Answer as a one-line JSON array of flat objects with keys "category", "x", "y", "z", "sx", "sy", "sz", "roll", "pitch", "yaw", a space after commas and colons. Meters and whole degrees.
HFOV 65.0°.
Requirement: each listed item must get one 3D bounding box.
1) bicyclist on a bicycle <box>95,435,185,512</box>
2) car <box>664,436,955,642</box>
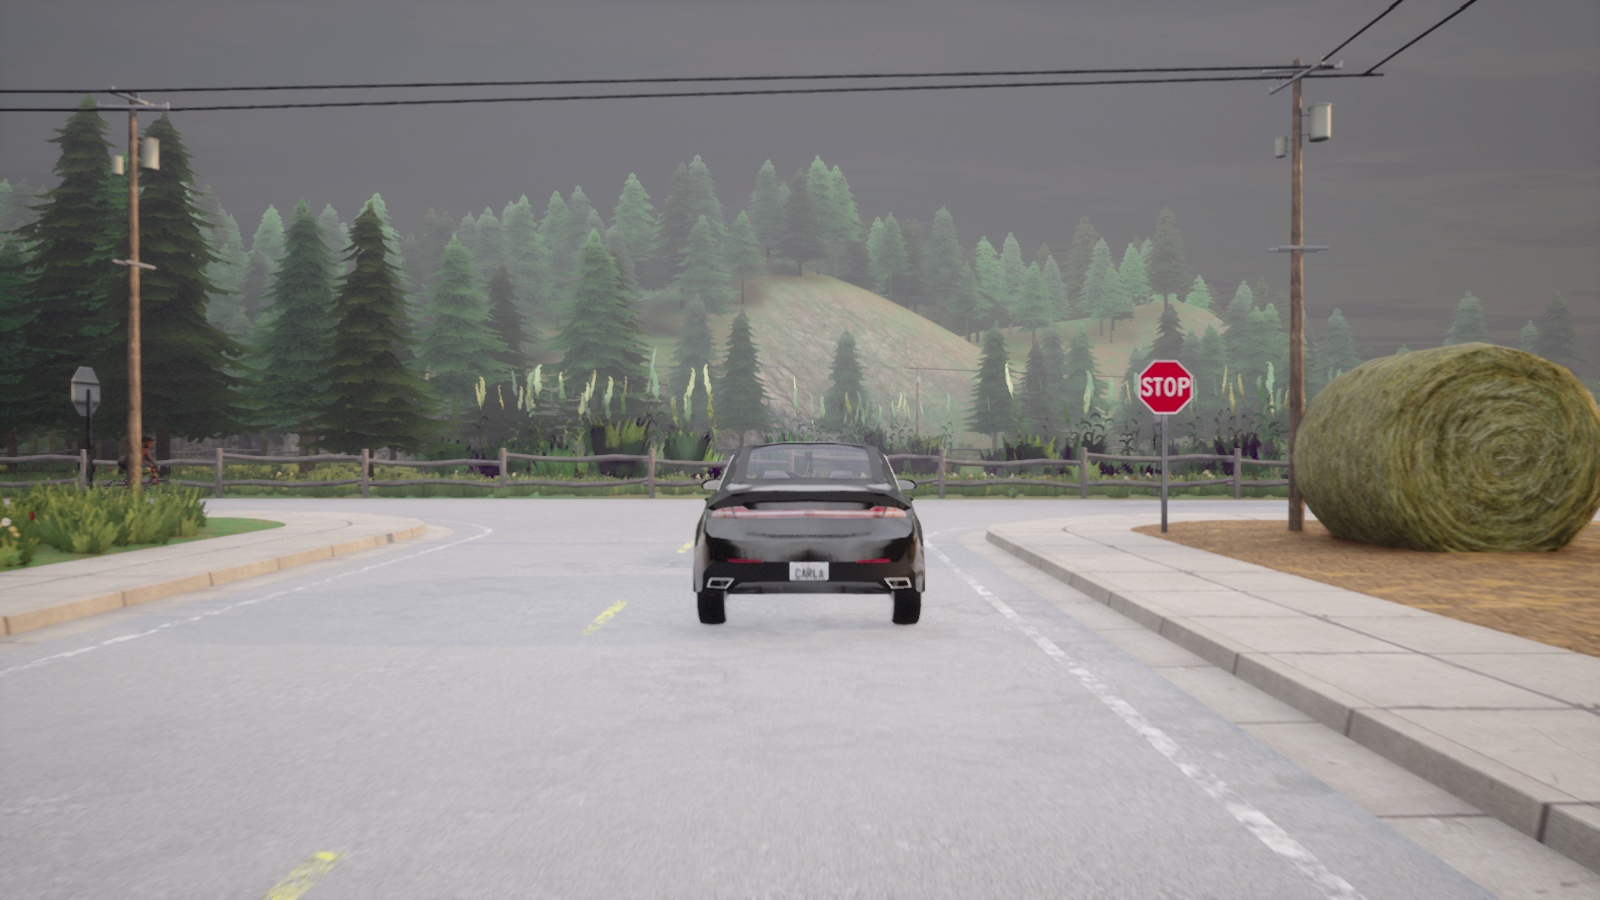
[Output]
[{"category": "bicyclist on a bicycle", "x": -14.287, "y": 0.500, "z": 27.184, "sx": 1.656, "sy": 1.620, "sz": 0.582, "roll": 1, "pitch": 0, "yaw": 3}, {"category": "car", "x": 0.081, "y": 0.637, "z": 11.646, "sx": 2.128, "sy": 1.511, "sz": 4.902, "roll": 0, "pitch": 0, "yaw": 0}]
